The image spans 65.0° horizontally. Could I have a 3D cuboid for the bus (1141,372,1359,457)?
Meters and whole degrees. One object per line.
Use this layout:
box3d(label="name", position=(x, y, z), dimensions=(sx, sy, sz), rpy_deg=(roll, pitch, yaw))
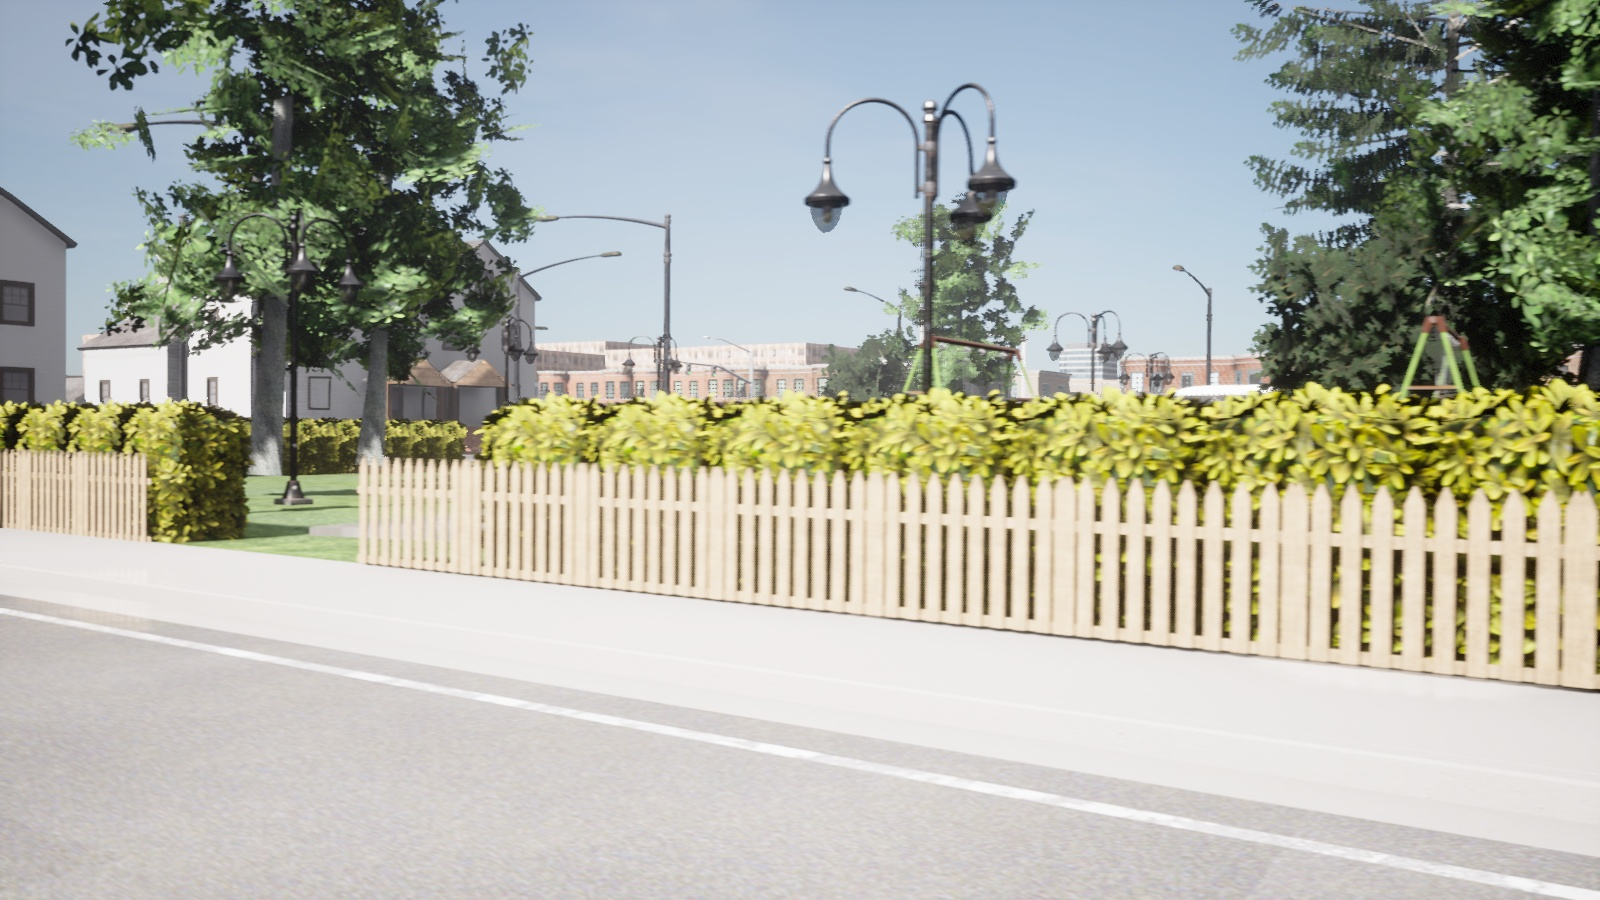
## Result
box3d(label="bus", position=(23.817, -1.771, 66.737), dimensions=(10.273, 4.253, 3.944), rpy_deg=(0, 1, 33))
